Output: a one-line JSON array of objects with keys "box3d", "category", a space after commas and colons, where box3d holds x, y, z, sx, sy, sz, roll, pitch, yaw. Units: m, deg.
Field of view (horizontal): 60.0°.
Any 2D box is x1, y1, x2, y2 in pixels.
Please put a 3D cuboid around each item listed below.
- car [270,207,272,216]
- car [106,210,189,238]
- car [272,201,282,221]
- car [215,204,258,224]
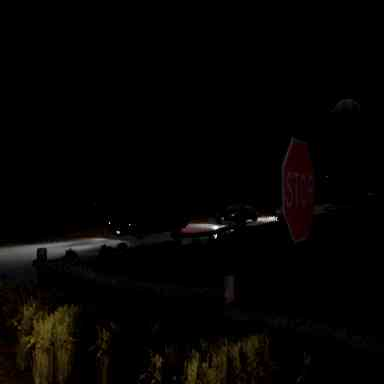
[{"box3d": [9.681, 1.674, 34.329, 2.128, 1.511, 4.902, -1, -1, 36], "category": "car"}, {"box3d": [-2.264, 1.644, 17.807, 1.895, 1.301, 4.718, -1, -1, 36], "category": "car"}, {"box3d": [8.458, 1.645, 27.068, 1.812, 1.442, 4.674, -1, -1, 36], "category": "car"}, {"box3d": [3.583, 1.652, 25.914, 1.812, 1.442, 4.674, -1, -1, 36], "category": "car"}]
